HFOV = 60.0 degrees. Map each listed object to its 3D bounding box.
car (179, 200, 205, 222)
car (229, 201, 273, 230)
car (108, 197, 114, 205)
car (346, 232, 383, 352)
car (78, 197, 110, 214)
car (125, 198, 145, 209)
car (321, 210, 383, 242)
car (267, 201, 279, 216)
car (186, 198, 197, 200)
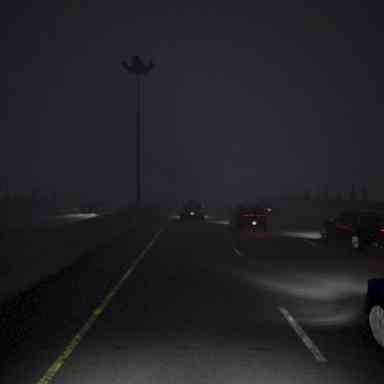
[{"bbox_3d":[0.021,1.572,26.699,1.994,1.385,4.181,0,0,0],"label":"car"},{"bbox_3d":[3.539,1.509,21.353,1.837,1.490,4.892,0,0,0],"label":"car"},{"bbox_3d":[-14.215,1.513,54.921,2.128,1.511,4.902,0,0,0],"label":"car"},{"bbox_3d":[3.582,1.477,3.108,1.882,1.535,5.008,0,0,0],"label":"car"},{"bbox_3d":[-10.695,1.579,35.883,1.994,1.385,4.181,0,0,0],"label":"car"},{"bbox_3d":[-7.211,1.493,42.338,1.882,1.535,5.008,0,0,0],"label":"car"},{"bbox_3d":[7.060,1.505,13.920,1.837,1.490,4.892,0,0,0],"label":"car"},{"bbox_3d":[7.005,1.570,32.217,1.994,1.385,4.181,0,0,0],"label":"car"},{"bbox_3d":[-0.028,1.516,42.995,2.163,1.488,4.792,0,0,0],"label":"car"}]
